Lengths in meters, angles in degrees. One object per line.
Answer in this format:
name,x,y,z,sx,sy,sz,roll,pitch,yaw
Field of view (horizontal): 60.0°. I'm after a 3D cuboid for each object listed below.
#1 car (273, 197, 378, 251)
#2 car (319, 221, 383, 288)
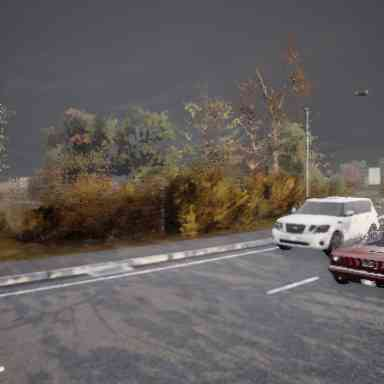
car,5.505,1.228,13.243,5.566,2.045,2.150,0,0,-42
car,5.387,1.601,8.474,4.718,1.301,1.895,0,0,-41
